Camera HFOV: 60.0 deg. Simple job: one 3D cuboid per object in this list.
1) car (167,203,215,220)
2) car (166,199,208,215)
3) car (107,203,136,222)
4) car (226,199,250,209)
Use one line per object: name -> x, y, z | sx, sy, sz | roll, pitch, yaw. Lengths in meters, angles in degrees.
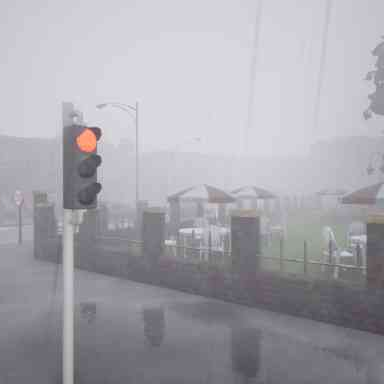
car -> 0.094, 1.601, 27.958 | 1.895, 1.301, 4.718 | 0, 0, 35
car -> -0.446, 1.505, 34.450 | 1.837, 1.490, 4.892 | 0, 0, 35
car -> -6.316, 1.564, 26.187 | 1.994, 1.385, 4.181 | 0, 0, 35
car -> 5.570, 1.478, 42.730 | 1.882, 1.535, 5.008 | 0, 0, 42
